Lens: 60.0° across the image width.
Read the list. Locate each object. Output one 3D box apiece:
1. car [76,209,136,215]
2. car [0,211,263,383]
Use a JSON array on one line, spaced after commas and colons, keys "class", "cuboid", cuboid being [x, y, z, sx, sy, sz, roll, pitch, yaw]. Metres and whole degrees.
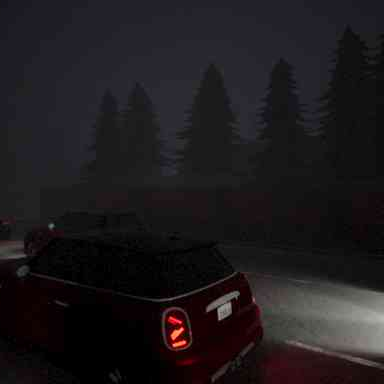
[{"class": "car", "cuboid": [-3.426, 1.344, 10.727, 4.553, 1.767, 2.097, 0, 0, 35]}, {"class": "car", "cuboid": [-1.364, 1.348, 4.957, 4.553, 1.767, 2.097, 0, 0, 36]}]
